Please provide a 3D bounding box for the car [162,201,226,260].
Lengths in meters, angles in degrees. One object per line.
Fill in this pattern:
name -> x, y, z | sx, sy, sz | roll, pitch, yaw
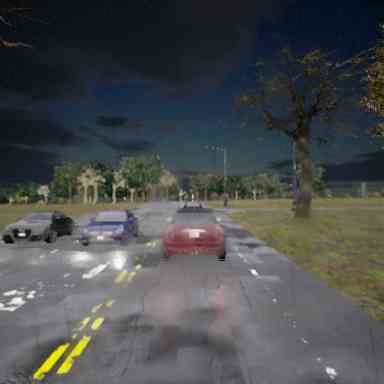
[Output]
car -> 0.079, 1.371, 12.658 | 2.097, 1.767, 4.553 | 0, 0, 0

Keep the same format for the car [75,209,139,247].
car -> -3.593, 1.548, 15.407 | 1.812, 1.442, 4.674 | 0, 0, 0

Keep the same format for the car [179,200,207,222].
car -> 0.074, 1.531, 28.035 | 2.128, 1.511, 4.902 | 0, 0, 0

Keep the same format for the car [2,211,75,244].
car -> -7.091, 1.588, 15.858 | 1.994, 1.385, 4.181 | 0, 0, 0

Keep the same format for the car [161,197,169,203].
car -> -6.925, 2.156, 86.310 | 2.128, 1.511, 4.902 | 0, -1, 0
